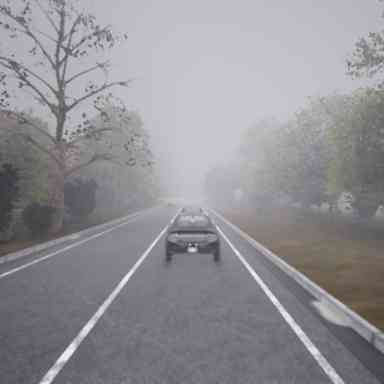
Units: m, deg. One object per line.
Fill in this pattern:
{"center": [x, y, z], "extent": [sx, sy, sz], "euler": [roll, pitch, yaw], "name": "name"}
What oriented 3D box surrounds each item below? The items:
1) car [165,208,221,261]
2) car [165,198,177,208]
{"center": [0.044, 1.595, 12.676], "extent": [2.128, 1.511, 4.902], "euler": [0, -1, 1], "name": "car"}
{"center": [-3.568, 1.869, 57.045], "extent": [1.882, 1.535, 5.008], "euler": [0, 0, 0], "name": "car"}
